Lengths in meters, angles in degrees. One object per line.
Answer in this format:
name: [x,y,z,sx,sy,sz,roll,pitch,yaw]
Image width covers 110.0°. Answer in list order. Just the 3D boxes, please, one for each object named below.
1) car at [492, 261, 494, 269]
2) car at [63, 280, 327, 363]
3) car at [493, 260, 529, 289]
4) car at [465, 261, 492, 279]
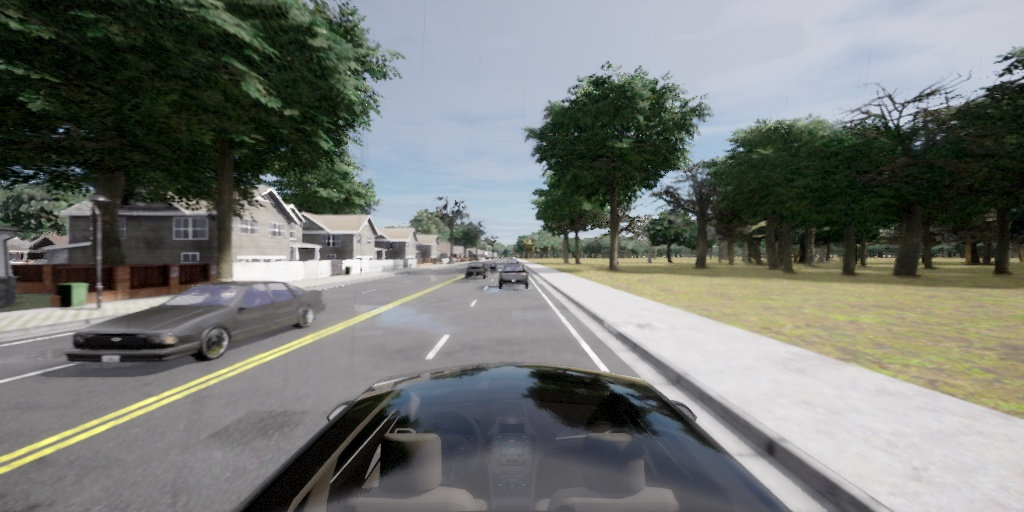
car: [-3.141,1.370,50.693,1.895,1.301,4.718,0,0,0]
car: [-6.546,1.300,8.533,2.033,1.411,5.357,0,0,1]
car: [0.101,1.250,23.439,2.128,1.511,4.902,0,0,0]
car: [-3.146,1.266,32.791,1.837,1.490,4.892,0,0,0]
